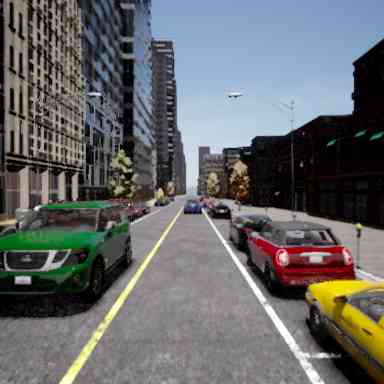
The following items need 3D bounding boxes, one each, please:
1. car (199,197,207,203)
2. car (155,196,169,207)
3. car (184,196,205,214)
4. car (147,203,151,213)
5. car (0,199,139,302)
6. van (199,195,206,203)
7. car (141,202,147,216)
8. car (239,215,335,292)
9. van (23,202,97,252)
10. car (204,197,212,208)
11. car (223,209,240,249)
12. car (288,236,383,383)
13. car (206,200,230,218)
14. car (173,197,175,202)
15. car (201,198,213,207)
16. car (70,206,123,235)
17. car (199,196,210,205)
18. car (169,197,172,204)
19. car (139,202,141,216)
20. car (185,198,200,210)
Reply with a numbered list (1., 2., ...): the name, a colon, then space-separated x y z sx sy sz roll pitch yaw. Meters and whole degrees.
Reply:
1. car: 2.673 2.045 82.492 1.802 1.307 4.206 -1 0 0
2. car: -5.706 1.900 59.972 1.947 1.339 4.313 -1 0 0
3. car: 0.098 1.570 39.112 2.097 1.767 4.553 0 0 0
4. car: -5.704 1.774 37.396 1.947 1.339 4.313 -1 0 0
5. car: -3.024 1.274 8.765 2.150 2.045 5.566 0 -1 0
6. van: 2.668 1.837 88.138 1.690 1.788 3.998 -1 0 0
7. car: -5.707 1.758 31.752 1.802 1.307 4.206 -1 0 0
8. car: 2.676 1.491 9.122 1.967 1.590 4.097 -1 0 0
9. van: -5.676 1.424 14.821 1.690 1.788 3.998 -1 0 0
10. car: 2.674 1.647 37.342 1.967 1.590 4.097 -1 0 0
11. car: 2.677 1.647 14.765 1.947 1.339 4.313 -1 0 0
12. car: 2.678 1.546 3.648 1.752 1.417 4.829 -1 0 0
13. car: 2.676 1.742 31.697 1.947 1.339 4.313 -1 0 0
14. car: -5.708 2.095 93.835 1.947 1.339 4.313 -1 0 0
15. car: 2.674 1.884 59.917 2.008 1.369 4.403 -1 0 0
16. car: -5.687 1.665 20.464 2.008 1.369 4.403 -1 0 0
17. car: 2.669 1.713 71.206 2.192 1.841 5.009 -1 0 0
18. car: -5.710 1.682 65.617 2.192 1.841 5.009 -1 0 0
19. car: -5.716 1.460 26.110 2.192 1.841 5.009 -1 0 0
20. car: 0.095 1.770 49.865 2.128 1.511 4.902 0 0 0
